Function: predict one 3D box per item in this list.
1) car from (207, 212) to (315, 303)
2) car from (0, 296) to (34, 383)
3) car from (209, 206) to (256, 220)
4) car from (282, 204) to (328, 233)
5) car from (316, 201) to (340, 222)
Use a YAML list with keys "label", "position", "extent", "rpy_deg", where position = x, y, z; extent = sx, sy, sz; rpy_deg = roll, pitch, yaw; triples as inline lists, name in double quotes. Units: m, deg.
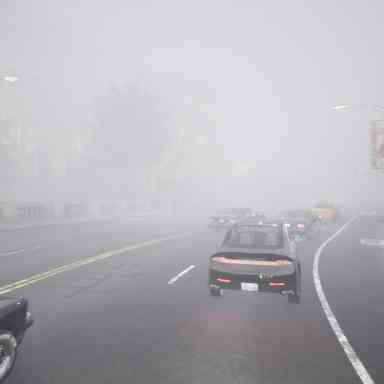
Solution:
- label: "car"
  position: [1.675, 1.491, 8.316]
  extent: [2.128, 1.511, 4.902]
  rpy_deg: [0, 0, 15]
- label: "car"
  position: [-3.243, 1.600, 2.381]
  extent: [1.895, 1.301, 4.718]
  rpy_deg: [0, 0, 6]
- label: "car"
  position: [2.762, 1.547, 19.451]
  extent: [2.033, 1.411, 5.357]
  rpy_deg: [0, 0, 29]
- label: "car"
  position: [5.522, 1.547, 17.276]
  extent: [2.033, 1.411, 5.357]
  rpy_deg: [0, 0, 29]
- label: "car"
  position: [10.530, 1.456, 26.241]
  extent: [1.801, 1.575, 5.366]
  rpy_deg: [0, 0, 30]
